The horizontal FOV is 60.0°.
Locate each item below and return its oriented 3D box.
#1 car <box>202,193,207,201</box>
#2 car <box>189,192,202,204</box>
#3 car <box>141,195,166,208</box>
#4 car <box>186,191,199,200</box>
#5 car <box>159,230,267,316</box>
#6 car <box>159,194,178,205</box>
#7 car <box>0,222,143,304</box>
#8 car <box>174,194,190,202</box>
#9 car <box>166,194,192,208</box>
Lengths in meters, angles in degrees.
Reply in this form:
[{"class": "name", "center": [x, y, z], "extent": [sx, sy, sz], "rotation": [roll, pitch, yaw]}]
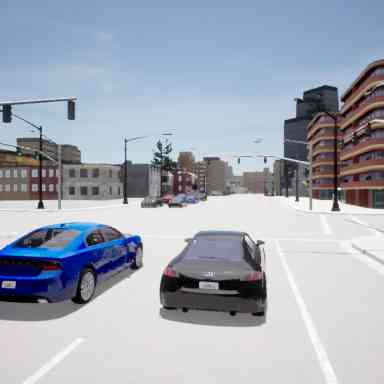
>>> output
[{"class": "car", "center": [1.867, 1.052, 66.114], "extent": [1.837, 1.490, 4.892], "rotation": [0, 1, 12]}, {"class": "car", "center": [-0.091, 1.249, 56.291], "extent": [1.812, 1.442, 4.674], "rotation": [0, 1, 11]}, {"class": "car", "center": [-5.561, 1.230, 46.508], "extent": [2.097, 1.767, 4.553], "rotation": [0, 1, 11]}, {"class": "car", "center": [0.048, 0.751, 74.930], "extent": [2.097, 1.767, 4.553], "rotation": [0, 1, 11]}, {"class": "car", "center": [0.689, 1.564, 7.637], "extent": [1.994, 1.385, 4.181], "rotation": [0, 0, 12]}, {"class": "car", "center": [-3.800, 1.226, 55.474], "extent": [1.882, 1.535, 5.008], "rotation": [0, 1, 11]}, {"class": "car", "center": [-2.748, 1.478, 8.283], "extent": [1.882, 1.535, 5.008], "rotation": [0, 0, 11]}, {"class": "car", "center": [-1.895, 1.124, 65.125], "extent": [2.033, 1.411, 5.357], "rotation": [0, 1, 11]}, {"class": "car", "center": [-1.925, 1.409, 46.886], "extent": [2.033, 1.411, 5.357], "rotation": [0, 1, 11]}]
